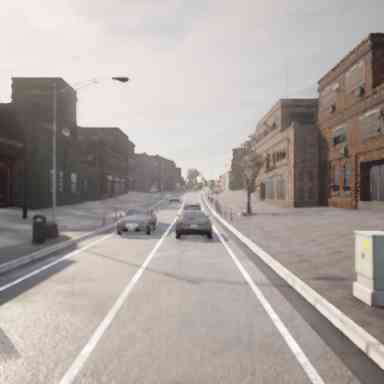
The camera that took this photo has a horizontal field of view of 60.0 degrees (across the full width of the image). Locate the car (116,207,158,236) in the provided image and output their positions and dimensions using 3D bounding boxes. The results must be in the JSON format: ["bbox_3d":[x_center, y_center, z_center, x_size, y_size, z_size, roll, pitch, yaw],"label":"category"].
[{"bbox_3d":[-3.104,1.645,19.513,2.128,1.511,4.902,0,-1,0],"label":"car"}]

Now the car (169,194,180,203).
[{"bbox_3d":[-3.050,1.114,59.829,2.033,1.411,5.357,0,3,1],"label":"car"}]

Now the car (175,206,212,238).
[{"bbox_3d":[0.096,1.711,18.802,1.994,1.385,4.181,0,-1,0],"label":"car"}]

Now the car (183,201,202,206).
[{"bbox_3d":[0.091,1.703,36.475,2.128,1.511,4.902,0,0,0],"label":"car"}]
